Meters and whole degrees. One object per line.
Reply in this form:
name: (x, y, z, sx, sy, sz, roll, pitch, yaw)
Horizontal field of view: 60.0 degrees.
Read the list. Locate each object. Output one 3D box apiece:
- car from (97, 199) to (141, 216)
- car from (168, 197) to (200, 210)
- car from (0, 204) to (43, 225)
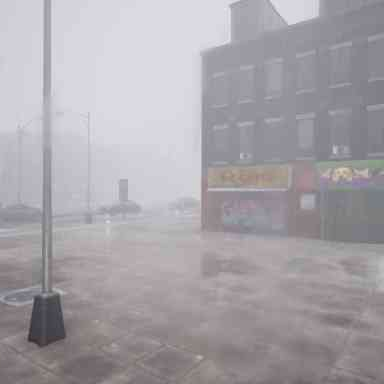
car: (-6.866, 1.435, 31.784, 1.812, 1.442, 4.674, 0, 0, 35)
car: (-0.912, 1.378, 40.200, 1.837, 1.490, 4.892, 0, 0, 36)
car: (-12.736, 1.512, 23.470, 1.994, 1.385, 4.181, 0, 0, 36)
